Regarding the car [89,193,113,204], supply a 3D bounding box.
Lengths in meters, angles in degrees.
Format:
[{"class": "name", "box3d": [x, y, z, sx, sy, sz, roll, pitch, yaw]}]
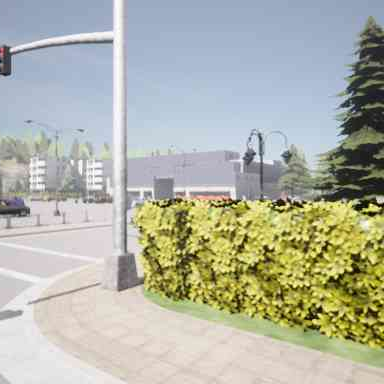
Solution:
[{"class": "car", "box3d": [-15.349, 1.135, 59.268, 1.932, 1.855, 4.605, 0, 0, 36]}]

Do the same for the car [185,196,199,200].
[{"class": "car", "box3d": [-0.382, 1.397, 48.251, 1.845, 1.501, 3.633, 0, 0, 36]}]

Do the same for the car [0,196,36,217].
[{"class": "car", "box3d": [-15.652, 1.362, 27.165, 2.007, 1.523, 4.514, 0, 0, 36]}]

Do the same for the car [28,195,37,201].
[{"class": "car", "box3d": [-33.689, 1.287, 71.651, 1.970, 1.475, 3.806, 0, 0, 36]}]

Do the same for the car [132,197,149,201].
[{"class": "car", "box3d": [-7.150, 1.410, 43.991, 1.970, 1.475, 3.806, 0, 0, 36]}]

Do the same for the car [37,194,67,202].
[{"class": "car", "box3d": [-28.303, 1.203, 68.147, 2.152, 1.636, 5.027, 0, 0, 36]}]

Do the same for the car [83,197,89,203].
[{"class": "car", "box3d": [-17.944, 1.117, 60.639, 1.905, 1.878, 3.866, 0, 0, 36]}]

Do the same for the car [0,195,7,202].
[{"class": "car", "box3d": [-40.792, 1.356, 68.093, 2.007, 1.523, 4.514, 0, 0, 36]}]

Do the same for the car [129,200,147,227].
[{"class": "car", "box3d": [-1.954, 1.489, 22.097, 1.882, 1.535, 5.008, 0, 0, 35]}]
